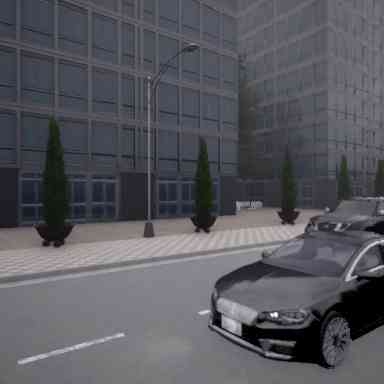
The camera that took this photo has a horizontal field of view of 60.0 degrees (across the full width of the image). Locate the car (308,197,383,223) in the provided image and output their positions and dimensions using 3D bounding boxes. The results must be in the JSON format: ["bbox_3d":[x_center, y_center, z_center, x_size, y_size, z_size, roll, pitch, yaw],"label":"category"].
[{"bbox_3d":[6.918,1.221,13.374,5.566,2.045,2.150,0,0,-36],"label":"car"}]

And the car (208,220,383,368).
[{"bbox_3d":[2.498,1.491,5.823,4.902,1.511,2.128,0,0,-36],"label":"car"}]
